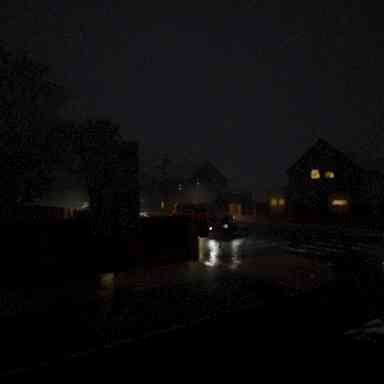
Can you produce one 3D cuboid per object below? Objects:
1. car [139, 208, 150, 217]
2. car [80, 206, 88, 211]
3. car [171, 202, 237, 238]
[{"bbox_3d":[-5.726,2.260,32.503,1.812,1.442,4.674,-1,-1,-30],"label":"car"},{"bbox_3d":[-15.273,2.695,49.008,1.994,1.385,4.181,-1,-1,-29],"label":"car"},{"bbox_3d":[0.576,1.695,21.689,2.150,2.045,5.566,-1,-1,-30],"label":"car"}]
